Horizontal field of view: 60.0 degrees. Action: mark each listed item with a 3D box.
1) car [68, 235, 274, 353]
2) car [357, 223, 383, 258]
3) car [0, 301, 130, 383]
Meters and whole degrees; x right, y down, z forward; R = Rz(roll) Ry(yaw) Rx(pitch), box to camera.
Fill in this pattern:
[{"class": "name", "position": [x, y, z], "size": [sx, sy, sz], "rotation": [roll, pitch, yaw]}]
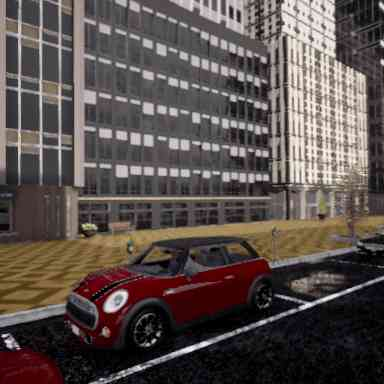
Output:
[{"class": "car", "position": [-0.276, 1.652, 6.480], "size": [4.097, 1.590, 1.967], "rotation": [1, -2, -39]}, {"class": "car", "position": [8.283, 1.899, 13.456], "size": [4.403, 1.369, 2.008], "rotation": [1, -2, -39]}, {"class": "car", "position": [-2.747, 1.595, 1.102], "size": [4.674, 1.442, 1.812], "rotation": [1, -2, -39]}]
